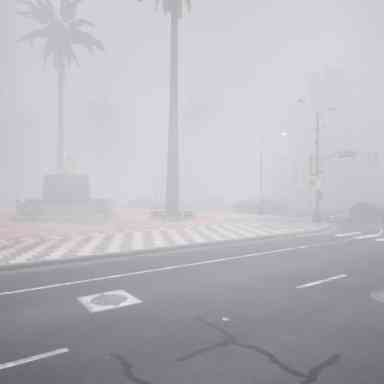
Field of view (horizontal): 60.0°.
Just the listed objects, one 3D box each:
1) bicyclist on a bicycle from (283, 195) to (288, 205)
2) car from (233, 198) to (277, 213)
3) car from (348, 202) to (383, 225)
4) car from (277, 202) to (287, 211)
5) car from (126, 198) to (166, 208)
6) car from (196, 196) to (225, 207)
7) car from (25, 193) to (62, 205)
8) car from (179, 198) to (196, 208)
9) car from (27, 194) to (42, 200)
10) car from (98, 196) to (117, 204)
[{"bbox_3d":[15.275,1.300,54.474,0.582,1.620,1.656,0,0,42],"label":"bicyclist on a bicycle"},{"bbox_3d":[6.637,1.526,36.968,1.812,1.442,4.674,0,0,-41],"label":"car"},{"bbox_3d":[13.530,1.505,24.390,1.837,1.490,4.892,2,0,-8],"label":"car"},{"bbox_3d":[8.959,1.503,39.563,1.837,1.490,4.892,0,1,-41],"label":"car"},{"bbox_3d":[-6.630,1.548,46.760,5.357,1.411,2.033,0,0,19],"label":"car"},{"bbox_3d":[2.617,1.352,50.115,4.553,1.767,2.097,0,0,33],"label":"car"},{"bbox_3d":[-26.045,1.221,58.555,5.566,2.045,2.150,0,0,-10],"label":"car"},{"bbox_3d":[-2.090,1.564,48.473,4.181,1.385,1.994,0,0,25],"label":"car"},{"bbox_3d":[-24.497,1.505,55.119,4.892,1.490,1.837,0,-1,-8],"label":"car"},{"bbox_3d":[-15.836,1.491,59.119,4.902,1.511,2.128,0,0,2],"label":"car"}]
